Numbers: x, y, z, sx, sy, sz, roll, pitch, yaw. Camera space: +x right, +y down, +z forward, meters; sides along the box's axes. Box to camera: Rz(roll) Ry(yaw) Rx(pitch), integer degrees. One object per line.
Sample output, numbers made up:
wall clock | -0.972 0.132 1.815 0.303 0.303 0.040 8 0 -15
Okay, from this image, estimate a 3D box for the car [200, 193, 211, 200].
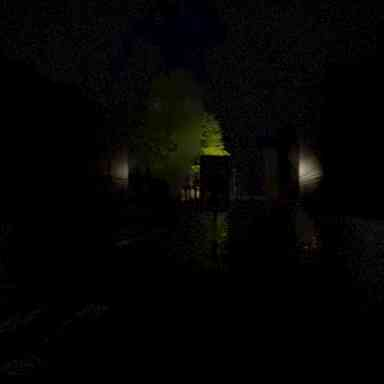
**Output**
car | 2.822 0.940 70.580 1.752 1.417 4.829 1 1 9
